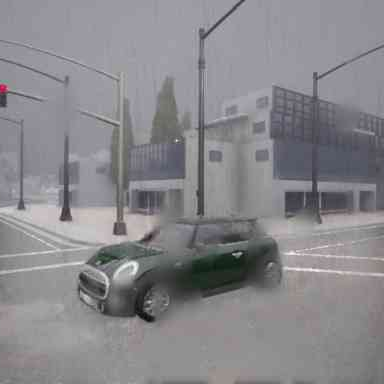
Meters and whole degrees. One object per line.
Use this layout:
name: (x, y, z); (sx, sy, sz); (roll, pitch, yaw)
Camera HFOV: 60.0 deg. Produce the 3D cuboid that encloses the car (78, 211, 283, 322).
car: (-0.089, 1.349, 7.366); (4.553, 1.767, 2.097); (0, 0, -37)
